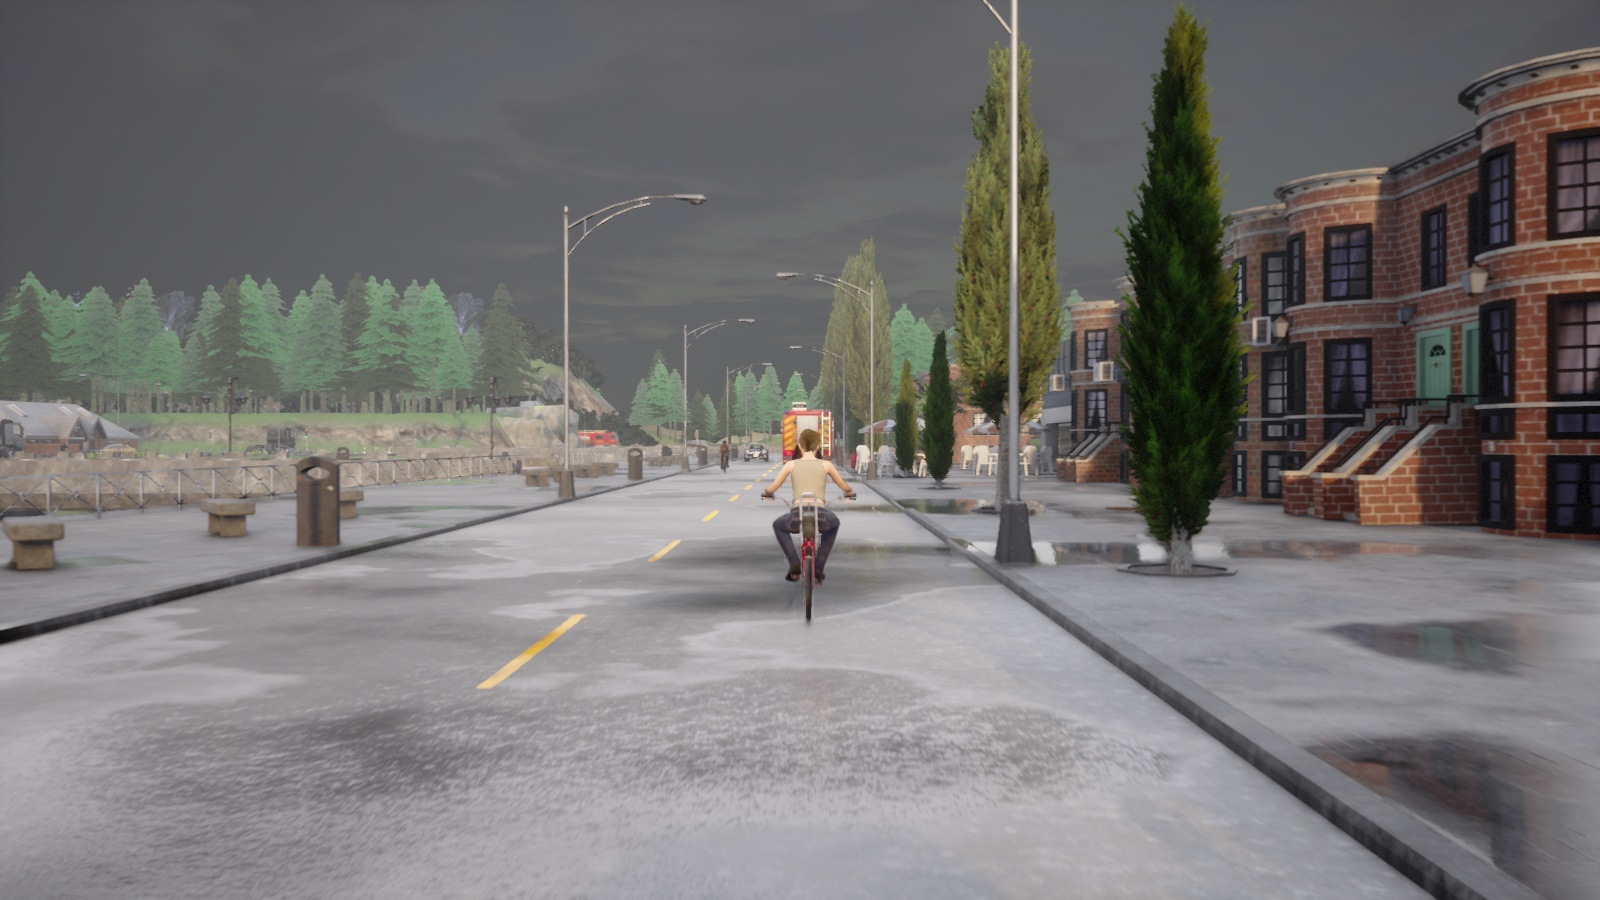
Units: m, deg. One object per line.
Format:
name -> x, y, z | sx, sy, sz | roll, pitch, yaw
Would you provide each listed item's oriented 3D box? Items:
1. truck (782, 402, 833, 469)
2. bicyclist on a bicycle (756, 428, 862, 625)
truck -> 0.433, -0.841, 75.098 | 2.891, 3.827, 8.468 | 0, 0, 0
bicyclist on a bicycle -> 0.077, 0.621, 11.001 | 0.866, 1.612, 1.509 | 0, 0, 0
